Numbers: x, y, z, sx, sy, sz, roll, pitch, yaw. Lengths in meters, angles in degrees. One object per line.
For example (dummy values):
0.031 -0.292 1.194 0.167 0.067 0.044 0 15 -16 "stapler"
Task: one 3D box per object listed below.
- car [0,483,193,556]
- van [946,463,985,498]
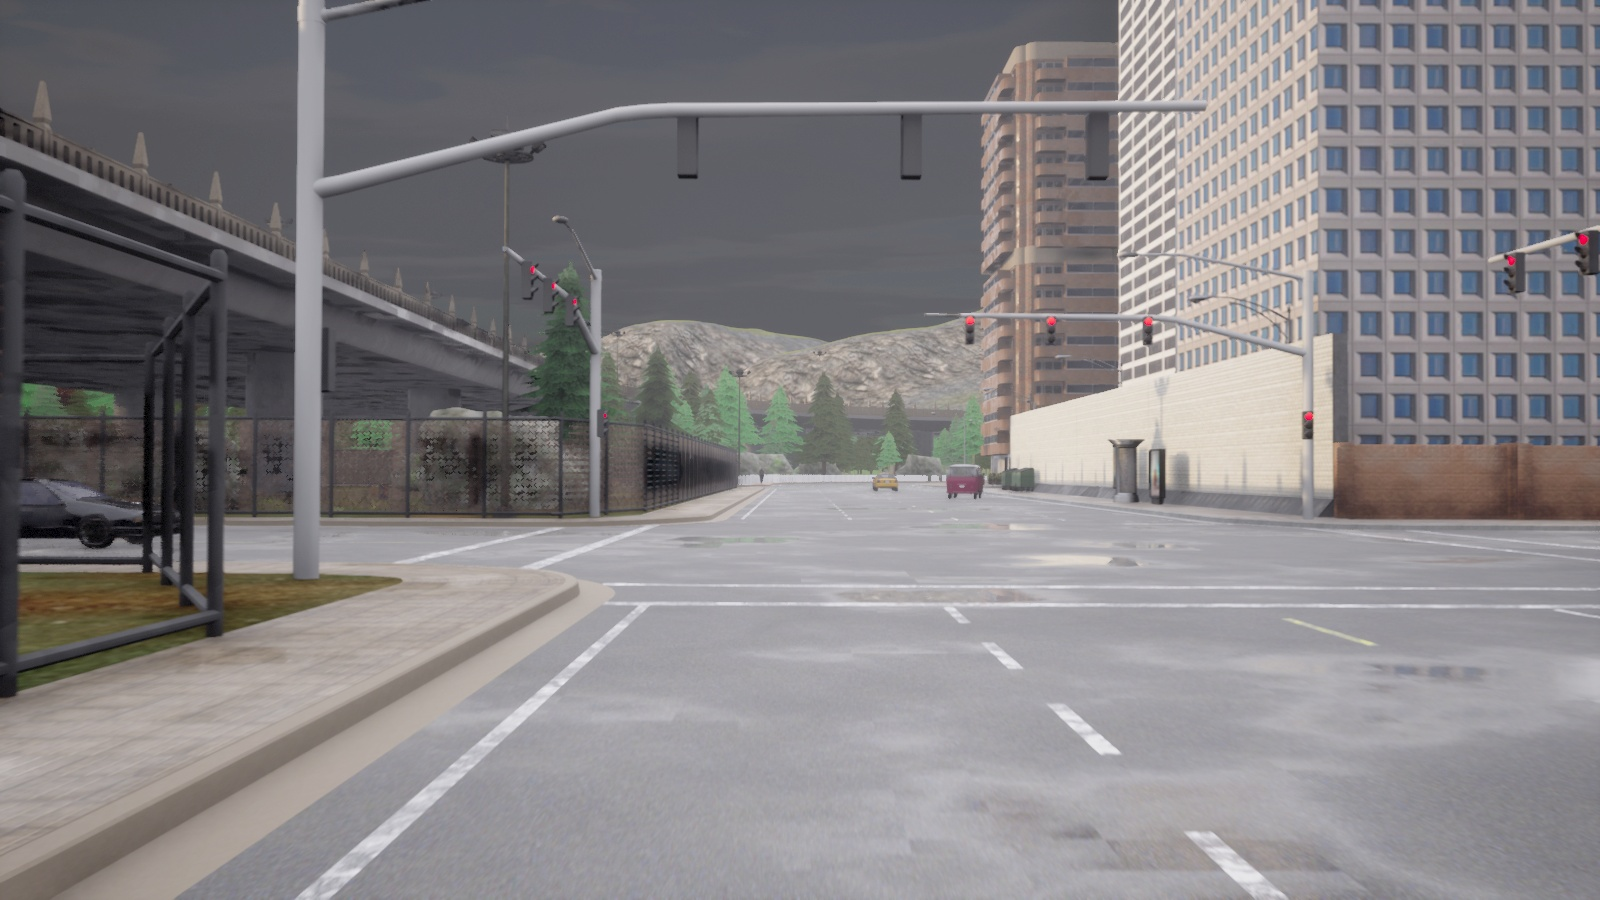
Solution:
-15.768 1.417 26.068 5.357 1.411 2.033 0 -1 0 "car"
9.658 1.752 73.111 1.775 1.987 4.442 0 -1 14 "van"
